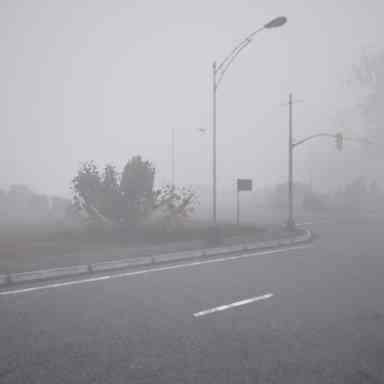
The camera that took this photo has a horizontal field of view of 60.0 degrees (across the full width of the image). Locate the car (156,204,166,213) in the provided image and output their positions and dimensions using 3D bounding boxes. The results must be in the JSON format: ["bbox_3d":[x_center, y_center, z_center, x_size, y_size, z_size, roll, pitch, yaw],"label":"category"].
[{"bbox_3d":[-3.519,1.477,36.316,1.837,1.490,4.892,0,0,-39],"label":"car"}]

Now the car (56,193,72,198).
[{"bbox_3d":[-32.269,1.184,84.666,2.150,2.045,5.566,0,0,-36],"label":"car"}]
